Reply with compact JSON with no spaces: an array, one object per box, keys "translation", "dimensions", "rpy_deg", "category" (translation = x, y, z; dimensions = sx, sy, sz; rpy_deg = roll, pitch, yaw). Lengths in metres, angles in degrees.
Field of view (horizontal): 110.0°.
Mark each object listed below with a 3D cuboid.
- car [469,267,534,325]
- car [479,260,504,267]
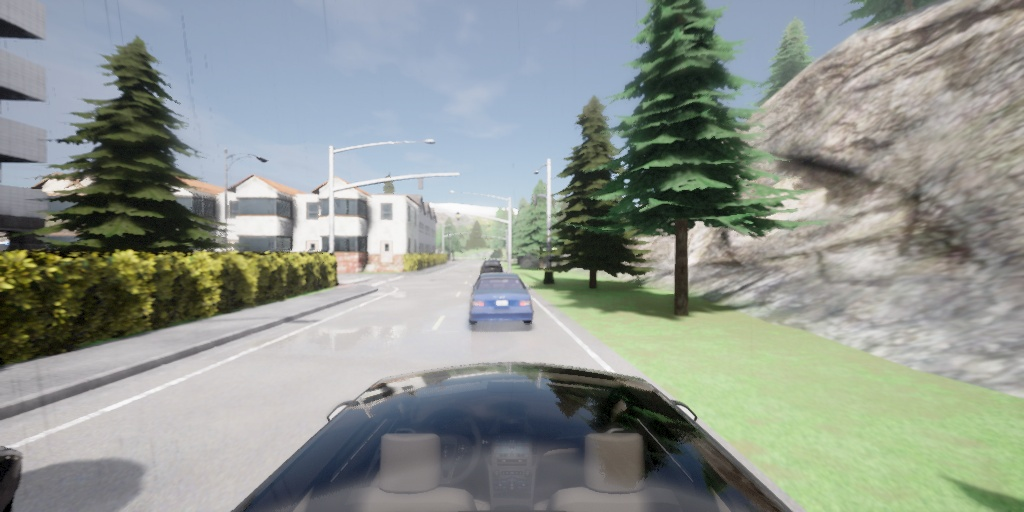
[{"translation":[-0.416,1.239,11.611],"dimensions":[2.033,1.411,5.357],"rpy_deg":[0,0,-4],"category":"car"},{"translation":[-1.726,1.088,30.517],"dimensions":[1.837,1.490,4.892],"rpy_deg":[0,0,-4],"category":"car"}]
